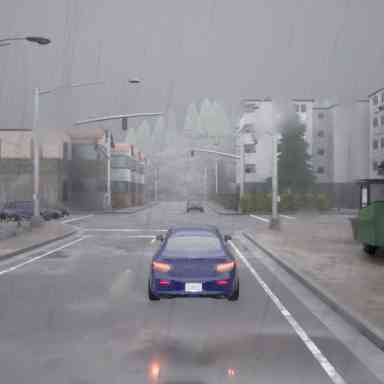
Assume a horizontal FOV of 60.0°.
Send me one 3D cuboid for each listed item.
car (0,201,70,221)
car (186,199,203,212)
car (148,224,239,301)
[{"bbox_3d":[-11.890,1.371,24.320,5.357,1.411,2.033,0,0,0],"label":"car"},{"bbox_3d":[0.232,1.547,39.094,2.033,1.411,5.357,0,0,-3],"label":"car"},{"bbox_3d":[0.042,1.526,8.207,1.812,1.442,4.674,0,0,0],"label":"car"}]
